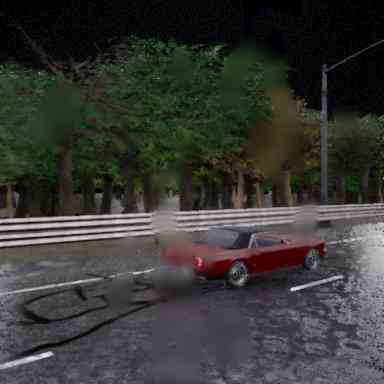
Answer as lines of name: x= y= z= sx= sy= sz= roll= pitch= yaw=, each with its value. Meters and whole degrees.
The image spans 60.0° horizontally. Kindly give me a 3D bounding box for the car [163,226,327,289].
car: x=1.664 y=1.605 z=9.237 sx=4.718 sy=1.301 sz=1.895 roll=0 pitch=0 yaw=-35
